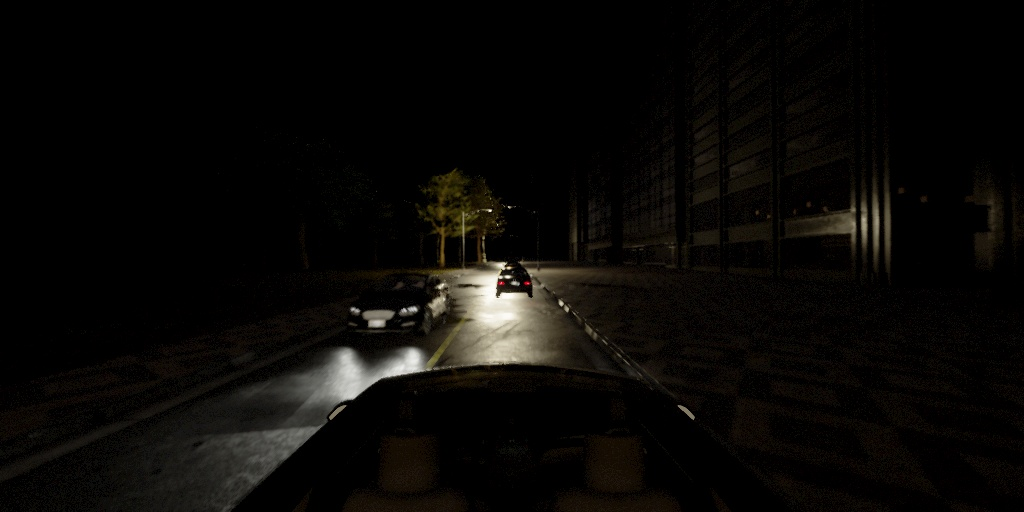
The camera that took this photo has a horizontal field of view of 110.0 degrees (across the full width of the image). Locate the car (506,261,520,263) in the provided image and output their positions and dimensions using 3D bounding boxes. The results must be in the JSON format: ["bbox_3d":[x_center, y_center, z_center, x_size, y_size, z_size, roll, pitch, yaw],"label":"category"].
[{"bbox_3d":[0.088,1.227,36.126,1.837,1.490,4.892,0,0,0],"label":"car"}]

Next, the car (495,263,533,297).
[{"bbox_3d":[0.102,1.293,18.814,2.033,1.411,5.357,0,0,0],"label":"car"}]

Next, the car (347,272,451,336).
[{"bbox_3d":[-3.002,1.242,10.425,2.128,1.511,4.902,0,0,0],"label":"car"}]
